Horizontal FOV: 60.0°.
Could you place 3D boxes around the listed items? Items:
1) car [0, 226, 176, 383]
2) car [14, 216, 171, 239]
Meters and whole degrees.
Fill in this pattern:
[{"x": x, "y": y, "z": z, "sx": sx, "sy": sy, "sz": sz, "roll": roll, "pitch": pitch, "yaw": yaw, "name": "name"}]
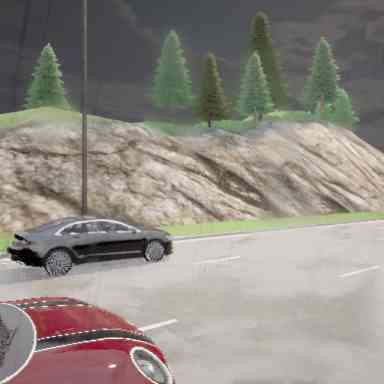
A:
[{"x": -2.293, "y": 1.352, "z": 2.116, "sx": 4.553, "sy": 1.767, "sz": 2.097, "roll": 0, "pitch": 0, "yaw": -35, "name": "car"}, {"x": -2.883, "y": 1.490, "z": 10.291, "sx": 4.902, "sy": 1.511, "sz": 2.128, "roll": 0, "pitch": 0, "yaw": -36, "name": "car"}]
